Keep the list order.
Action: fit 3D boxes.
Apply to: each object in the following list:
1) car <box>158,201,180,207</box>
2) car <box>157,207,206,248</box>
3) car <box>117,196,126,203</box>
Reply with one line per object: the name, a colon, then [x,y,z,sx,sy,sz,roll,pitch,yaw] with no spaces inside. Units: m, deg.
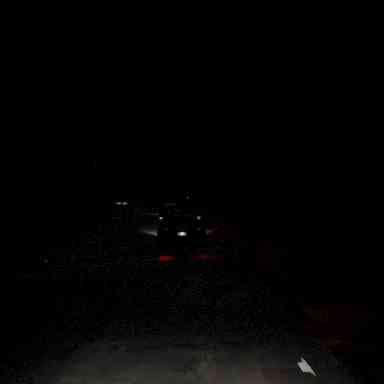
car: [-2.057,1.541,29.795,1.812,1.442,4.674,0,0,-8]
car: [-0.516,1.576,14.775,1.994,1.385,4.181,0,0,-4]
car: [-15.777,1.584,74.140,2.033,1.411,5.357,0,0,-17]
